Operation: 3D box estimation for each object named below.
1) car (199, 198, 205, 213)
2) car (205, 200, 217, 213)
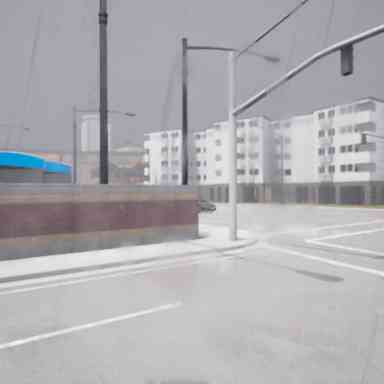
[{"bbox_3d":[-1.271,1.414,31.850,1.837,1.490,4.892,0,0,-38],"label":"car"},{"bbox_3d":[0.527,1.397,35.199,1.837,1.490,4.892,0,0,-40],"label":"car"}]
